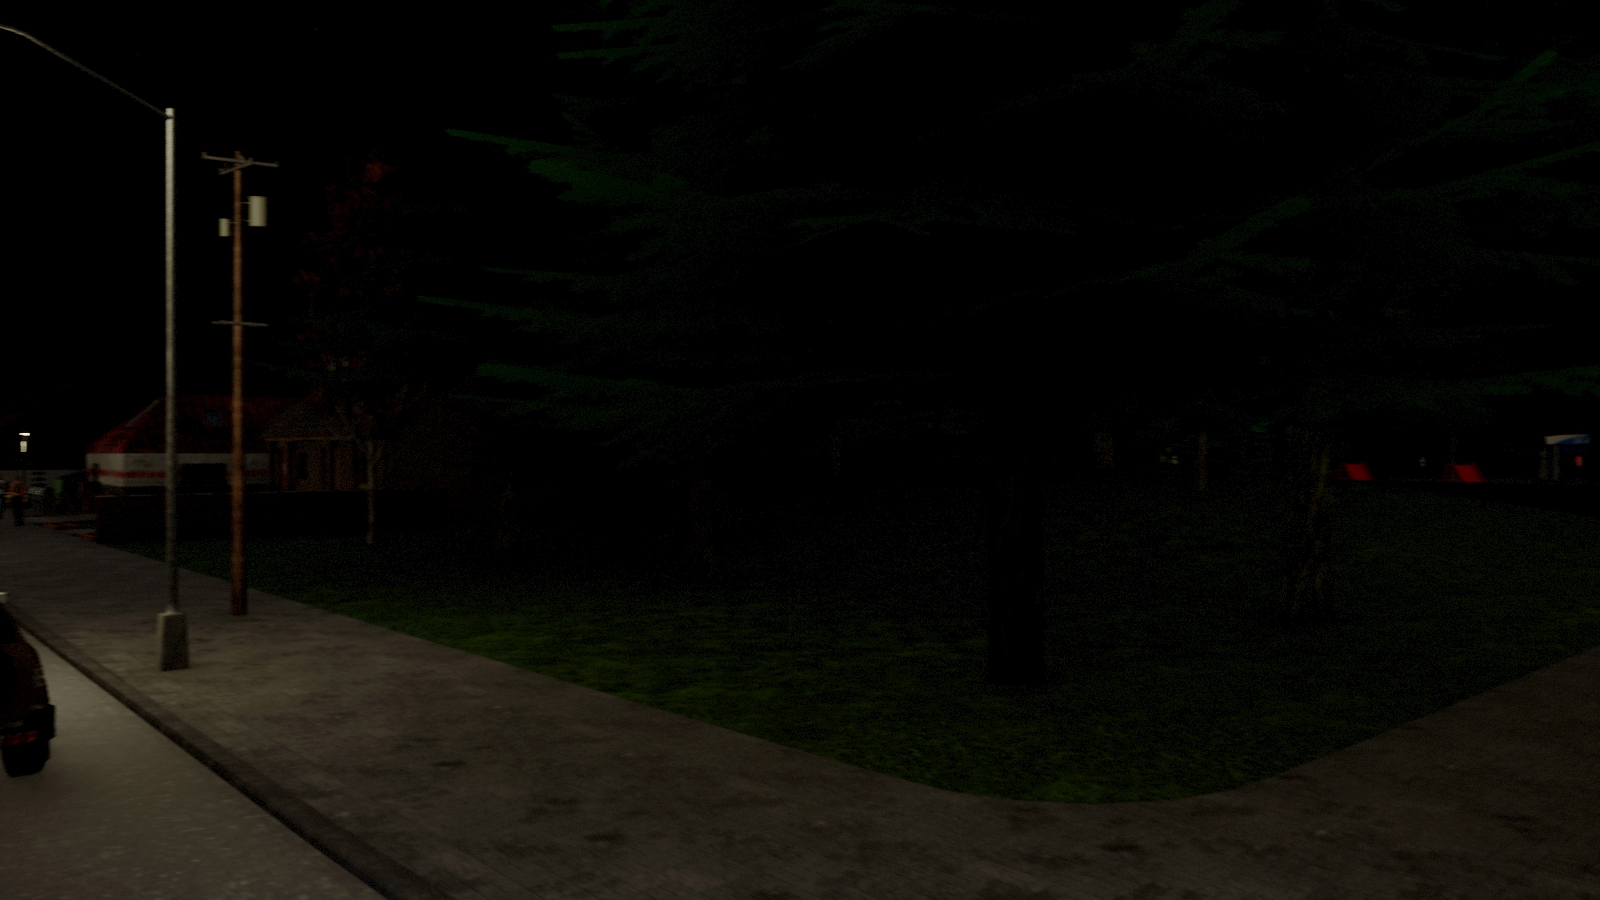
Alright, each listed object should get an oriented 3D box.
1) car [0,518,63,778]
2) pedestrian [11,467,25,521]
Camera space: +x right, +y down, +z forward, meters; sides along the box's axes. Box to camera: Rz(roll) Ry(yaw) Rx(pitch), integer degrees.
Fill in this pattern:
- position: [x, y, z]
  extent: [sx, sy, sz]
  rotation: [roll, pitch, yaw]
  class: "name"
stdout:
- position: [-8.226, 1.648, 10.361]
  extent: [1.932, 1.855, 4.605]
  rotation: [0, 0, -41]
  class: "car"
- position: [-27.503, 1.540, 40.183]
  extent: [0.375, 1.860, 0.375]
  rotation: [0, 0, -43]
  class: "pedestrian"
